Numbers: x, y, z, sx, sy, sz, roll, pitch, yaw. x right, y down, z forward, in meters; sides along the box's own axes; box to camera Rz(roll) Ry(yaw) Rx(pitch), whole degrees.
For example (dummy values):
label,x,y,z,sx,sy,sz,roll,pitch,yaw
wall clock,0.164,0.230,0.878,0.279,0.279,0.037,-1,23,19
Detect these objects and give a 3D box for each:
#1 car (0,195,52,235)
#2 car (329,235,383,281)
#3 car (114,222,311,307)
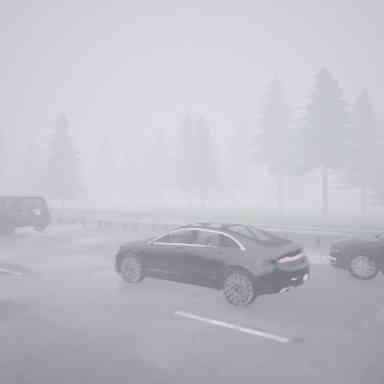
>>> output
label,x,y,z,sx,sy,sz,roll,pitch,yaw
car,-10.376,1.204,18.763,5.566,2.045,2.150,0,0,30
car,6.009,1.485,8.224,4.892,1.490,1.837,0,0,35
car,0.246,1.479,7.951,4.902,1.511,2.128,0,0,34
